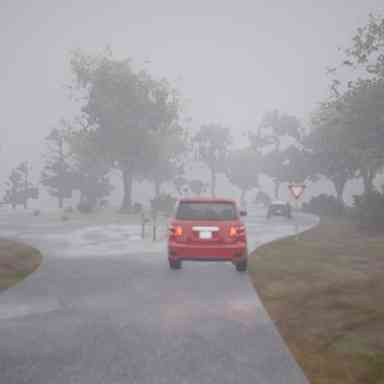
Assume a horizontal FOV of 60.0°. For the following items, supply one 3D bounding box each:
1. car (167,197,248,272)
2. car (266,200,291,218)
[{"bbox_3d":[0.624,1.187,10.913,2.150,2.045,5.566,0,-1,6],"label":"car"},{"bbox_3d":[7.590,1.402,29.198,1.882,1.535,5.008,0,0,14],"label":"car"}]
